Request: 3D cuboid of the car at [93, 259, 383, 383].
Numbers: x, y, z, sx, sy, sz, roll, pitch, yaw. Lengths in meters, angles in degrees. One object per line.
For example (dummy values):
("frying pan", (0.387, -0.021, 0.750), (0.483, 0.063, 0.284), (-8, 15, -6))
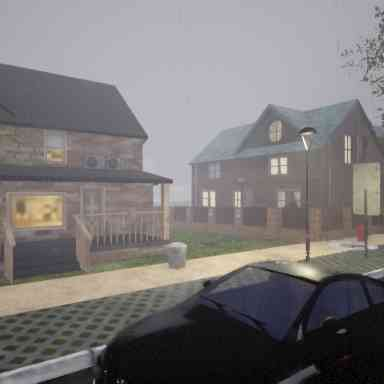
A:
("car", (1.063, 1.563, 3.824), (4.181, 1.385, 1.994), (0, 0, -35))
